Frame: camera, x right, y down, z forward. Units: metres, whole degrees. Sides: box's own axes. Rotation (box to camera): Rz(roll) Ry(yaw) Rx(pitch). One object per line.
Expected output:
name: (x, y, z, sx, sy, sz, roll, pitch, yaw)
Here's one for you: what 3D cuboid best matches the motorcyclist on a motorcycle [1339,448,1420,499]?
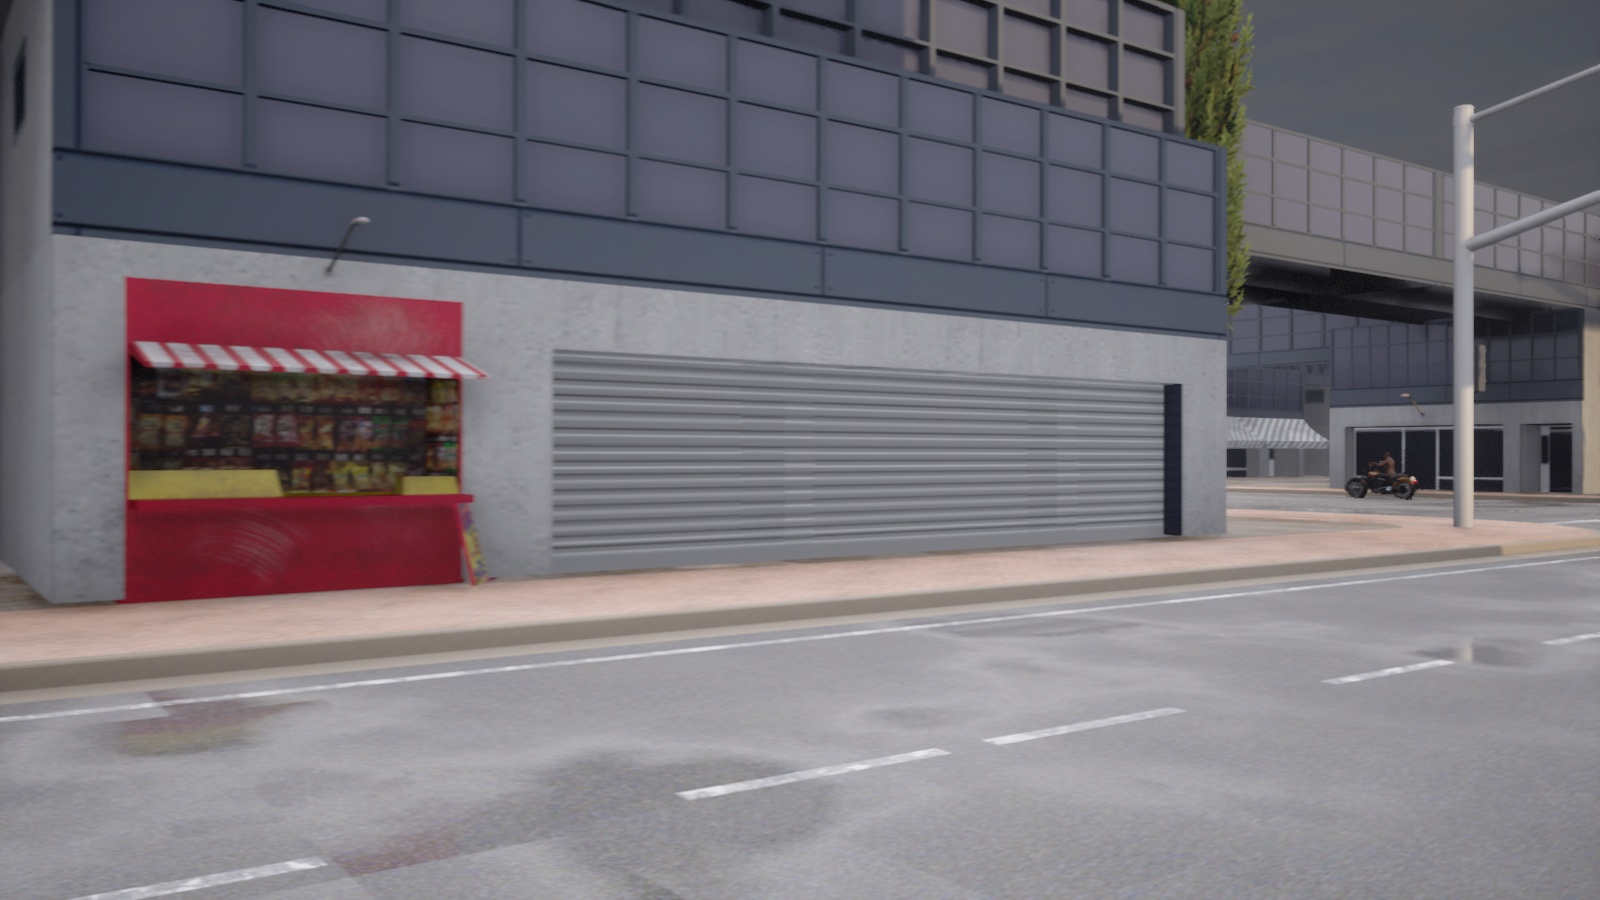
motorcyclist on a motorcycle: (19.092, 0.756, 41.412, 0.766, 1.649, 2.350, 0, 0, -36)
